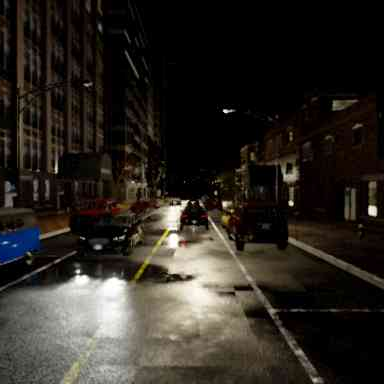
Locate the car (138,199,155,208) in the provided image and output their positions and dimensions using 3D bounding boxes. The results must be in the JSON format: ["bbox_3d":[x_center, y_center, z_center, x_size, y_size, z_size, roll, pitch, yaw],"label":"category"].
[{"bbox_3d":[-5.628,1.708,36.688,1.887,1.381,4.507,-1,0,0],"label":"car"}]

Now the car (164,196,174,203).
[{"bbox_3d":[-5.540,1.800,80.968,1.967,1.590,4.097,-1,0,0],"label":"car"}]

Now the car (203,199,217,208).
[{"bbox_3d":[2.786,1.802,53.264,1.947,1.339,4.313,-1,0,0],"label":"car"}]

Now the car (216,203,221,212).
[{"bbox_3d":[2.719,1.616,20.227,1.752,1.417,4.829,-1,0,0],"label":"car"}]

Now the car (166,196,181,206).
[{"bbox_3d":[-2.895,1.758,59.776,2.128,1.511,4.902,0,0,1],"label":"car"}]

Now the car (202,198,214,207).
[{"bbox_3d":[2.797,1.843,58.798,1.802,1.307,4.206,-1,0,0],"label":"car"}]

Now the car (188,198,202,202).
[{"bbox_3d":[0.187,1.742,43.858,2.033,1.411,5.357,0,0,0],"label":"car"}]

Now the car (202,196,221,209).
[{"bbox_3d":[2.760,1.503,42.197,2.192,1.841,5.009,-1,0,0],"label":"car"}]

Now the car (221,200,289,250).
[{"bbox_3d":[2.704,1.380,14.524,2.192,1.841,5.009,-1,0,0],"label":"car"}]

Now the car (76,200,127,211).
[{"bbox_3d":[-5.665,1.405,20.085,2.192,1.841,5.009,-1,0,0],"label":"car"}]

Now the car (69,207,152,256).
[{"bbox_3d":[-3.073,1.552,13.341,2.128,1.511,4.902,0,0,0],"label":"car"}]

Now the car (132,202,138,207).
[{"bbox_3d":[-5.651,1.639,25.449,1.752,1.417,4.829,-1,0,0],"label":"car"}]

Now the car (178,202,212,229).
[{"bbox_3d":[0.147,1.625,22.391,1.812,1.442,4.674,0,0,0],"label":"car"}]

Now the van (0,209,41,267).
[{"bbox_3d":[-5.687,1.382,9.016,1.690,1.788,3.998,-1,0,0],"label":"van"}]

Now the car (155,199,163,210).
[{"bbox_3d":[-5.607,1.737,47.588,1.752,1.417,4.829,-1,0,0],"label":"car"}]

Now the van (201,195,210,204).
[{"bbox_3d":[2.816,1.651,69.868,1.690,1.788,3.998,-1,0,0],"label":"van"}]
